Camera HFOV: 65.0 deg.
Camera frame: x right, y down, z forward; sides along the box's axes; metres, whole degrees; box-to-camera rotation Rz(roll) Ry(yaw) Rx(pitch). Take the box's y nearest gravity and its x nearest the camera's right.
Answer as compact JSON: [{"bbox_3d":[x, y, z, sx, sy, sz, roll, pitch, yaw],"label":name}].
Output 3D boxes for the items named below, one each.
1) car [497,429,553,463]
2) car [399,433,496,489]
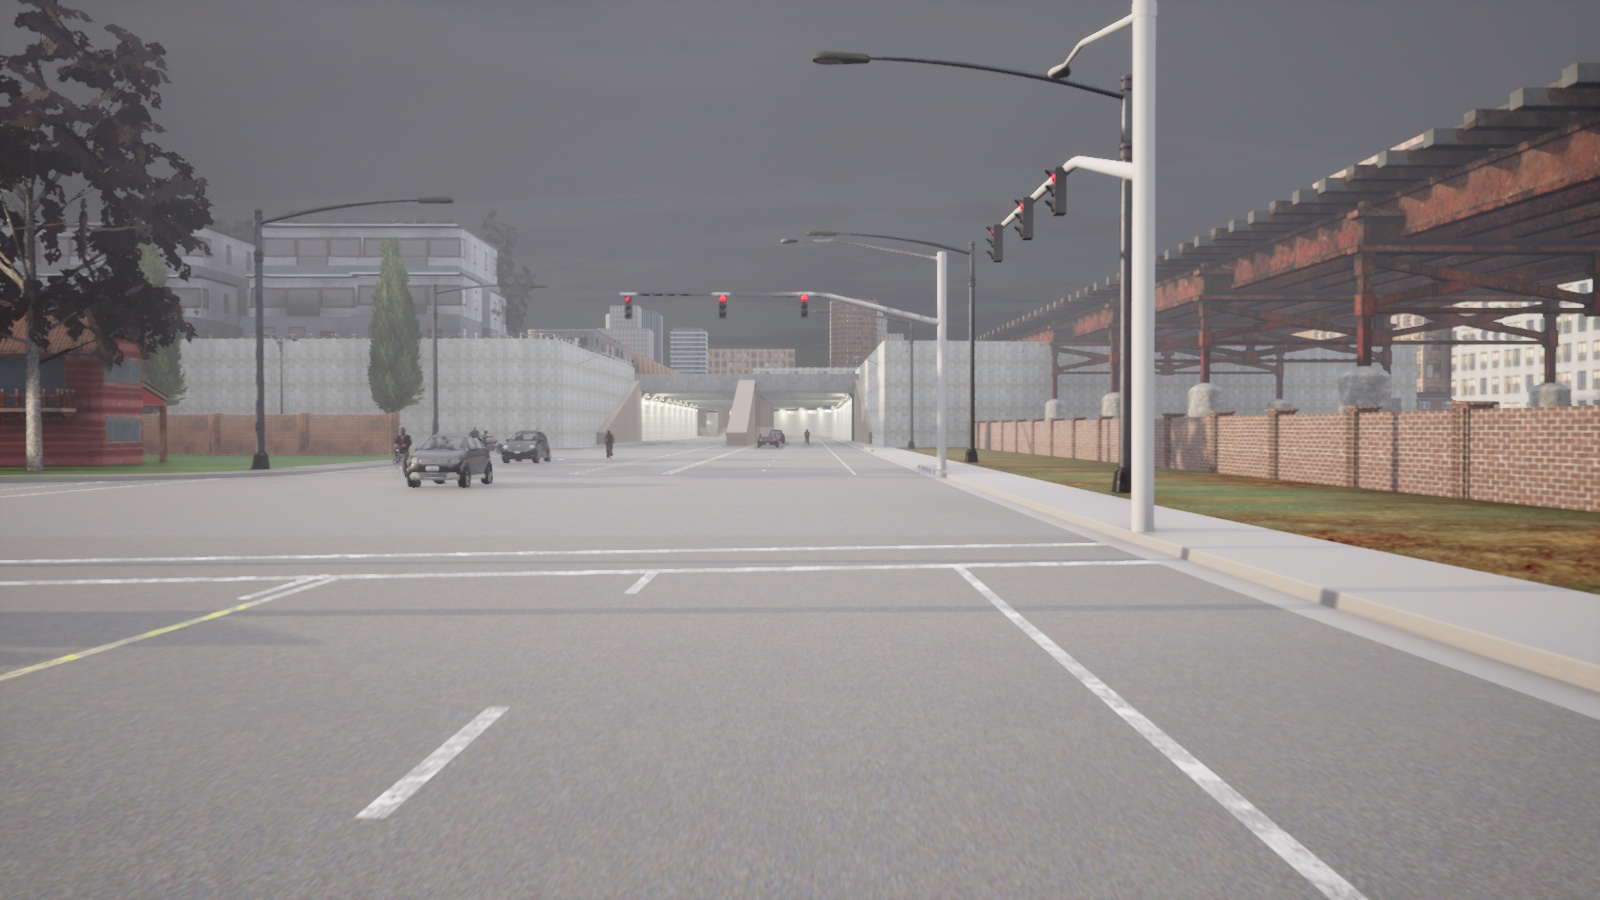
[{"bbox_3d":[-13.636,-0.231,62.483,1.851,1.617,3.988,0,1,0],"label":"car"},{"bbox_3d":[-10.280,0.289,36.868,1.789,1.549,3.705,0,1,0],"label":"car"}]
